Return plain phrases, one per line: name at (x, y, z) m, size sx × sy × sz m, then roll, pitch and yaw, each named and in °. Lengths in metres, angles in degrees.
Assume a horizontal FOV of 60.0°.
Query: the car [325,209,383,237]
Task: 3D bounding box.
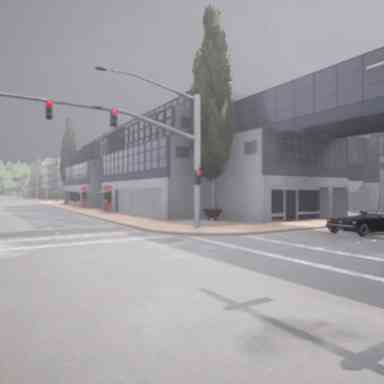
car at (9.482, 1.598, 18.176) m, size 4.718 × 1.301 × 1.895 m, roll 0°, pitch 0°, yaw -31°
